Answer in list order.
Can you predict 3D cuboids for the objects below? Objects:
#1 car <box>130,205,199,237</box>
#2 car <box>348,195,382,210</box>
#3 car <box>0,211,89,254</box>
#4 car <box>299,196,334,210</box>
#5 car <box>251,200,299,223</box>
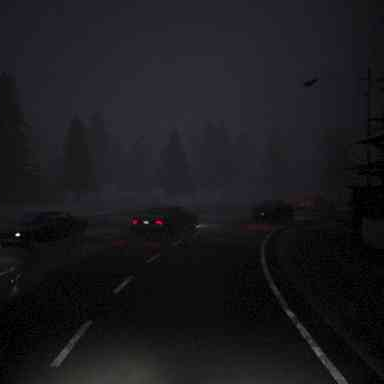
[{"bbox_3d":[-1.231,1.401,17.293,2.033,1.411,5.357,0,0,19],"label":"car"},{"bbox_3d":[19.355,0.914,35.977,5.566,2.045,2.150,0,0,-28],"label":"car"},{"bbox_3d":[-6.104,1.489,13.327,1.895,1.301,4.718,0,0,11],"label":"car"},{"bbox_3d":[13.609,1.167,36.578,5.008,1.535,1.882,0,0,-36],"label":"car"},{"bbox_3d":[5.853,1.276,23.737,1.882,1.535,5.008,0,1,31],"label":"car"}]
